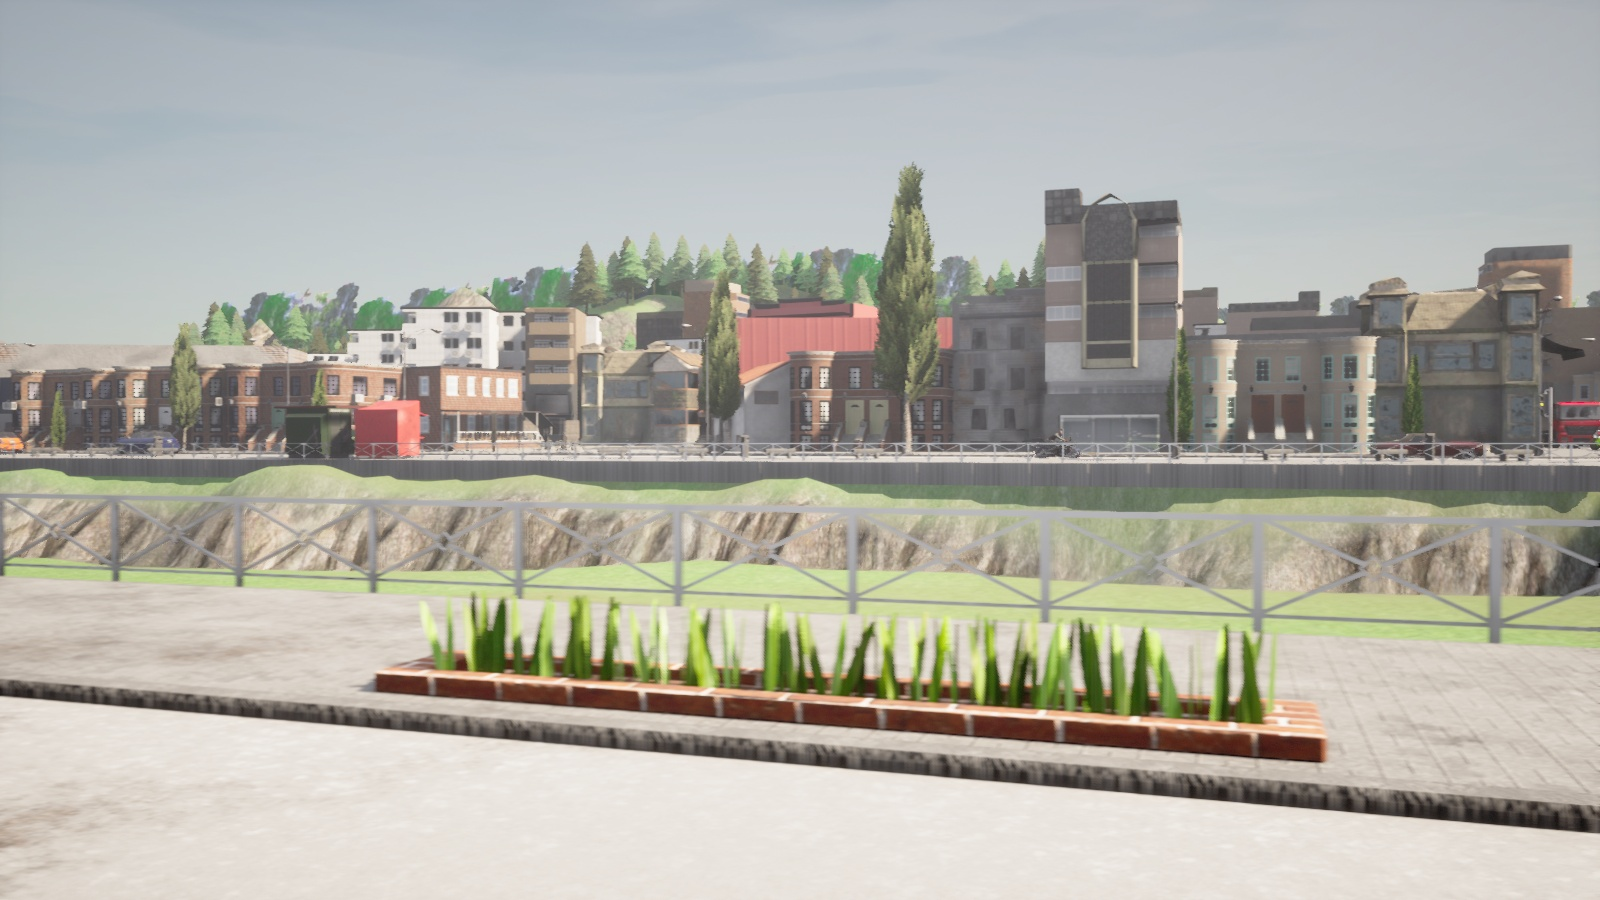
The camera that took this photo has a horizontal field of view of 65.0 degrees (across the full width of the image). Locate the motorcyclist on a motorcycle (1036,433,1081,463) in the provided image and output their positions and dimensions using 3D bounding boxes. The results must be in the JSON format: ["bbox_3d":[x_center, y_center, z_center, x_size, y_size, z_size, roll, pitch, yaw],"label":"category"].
[{"bbox_3d":[13.254,-0.119,64.374,2.191,1.530,0.866,1,1,19],"label":"motorcyclist on a motorcycle"}]

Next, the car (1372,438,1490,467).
[{"bbox_3d":[29.510,0.095,58.911,4.718,1.301,1.895,1,1,19],"label":"car"}]
